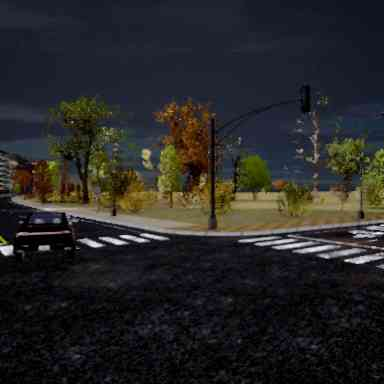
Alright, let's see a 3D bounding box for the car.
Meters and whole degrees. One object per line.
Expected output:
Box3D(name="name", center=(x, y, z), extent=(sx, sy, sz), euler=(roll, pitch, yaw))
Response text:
Box3D(name="car", center=(-5.336, 1.477, 12.328), extent=(2.128, 1.511, 4.902), euler=(0, 0, -21))
